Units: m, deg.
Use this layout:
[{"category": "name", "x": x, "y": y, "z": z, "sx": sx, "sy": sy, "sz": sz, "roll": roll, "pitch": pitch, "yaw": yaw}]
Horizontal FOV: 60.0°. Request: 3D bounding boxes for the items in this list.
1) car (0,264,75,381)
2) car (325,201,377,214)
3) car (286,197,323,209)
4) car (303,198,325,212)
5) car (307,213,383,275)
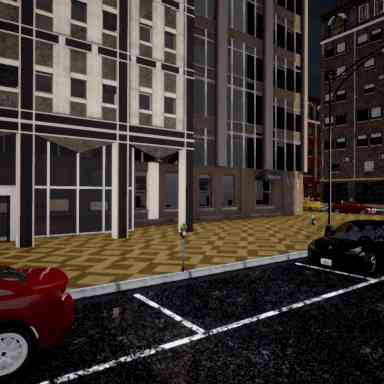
[{"category": "car", "x": -3.756, "y": 1.545, "z": 3.874, "sx": 4.507, "sy": 1.381, "sz": 1.887, "roll": 0, "pitch": 0, "yaw": -36}, {"category": "car", "x": 15.538, "y": 1.535, "z": 32.174, "sx": 1.802, "sy": 1.307, "sz": 4.206, "roll": 0, "pitch": 0, "yaw": -36}, {"category": "car", "x": 15.625, "y": 1.500, "z": 46.401, "sx": 1.752, "sy": 1.417, "sz": 4.829, "roll": 0, "pitch": 0, "yaw": -36}, {"category": "car", "x": 12.331, "y": 1.468, "z": 36.633, "sx": 1.752, "sy": 1.417, "sz": 4.829, "roll": 0, "pitch": 0, "yaw": -36}, {"category": "car", "x": 5.494, "y": 1.567, "z": 10.497, "sx": 4.313, "sy": 1.339, "sz": 1.947, "roll": 0, "pitch": 0, "yaw": -36}]
